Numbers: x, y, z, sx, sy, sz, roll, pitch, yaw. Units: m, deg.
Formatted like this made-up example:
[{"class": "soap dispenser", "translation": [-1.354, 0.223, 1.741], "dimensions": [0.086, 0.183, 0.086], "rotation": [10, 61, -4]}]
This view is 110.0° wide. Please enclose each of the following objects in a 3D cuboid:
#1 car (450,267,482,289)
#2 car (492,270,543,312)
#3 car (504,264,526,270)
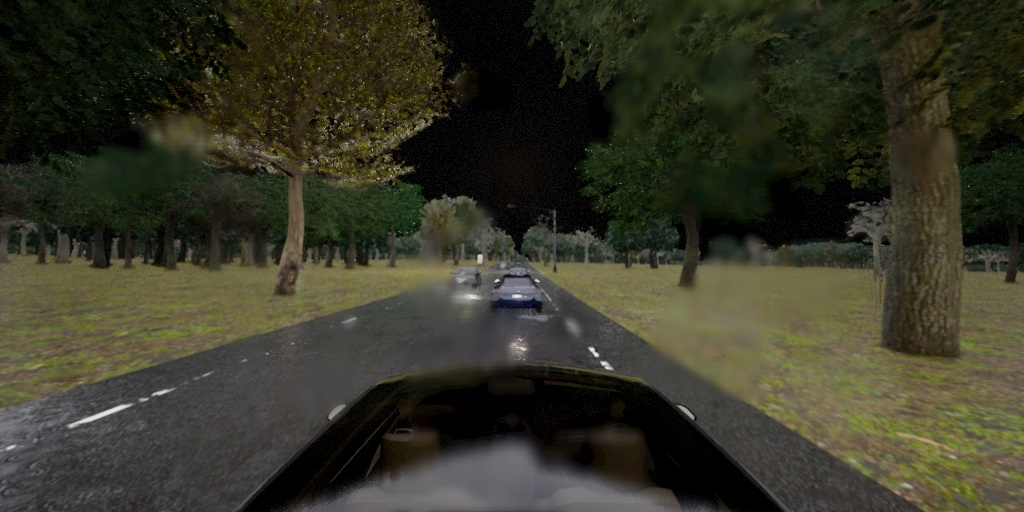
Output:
[{"class": "car", "translation": [-3.281, 1.532, 26.246], "dimensions": [2.128, 1.511, 4.902], "rotation": [0, -1, 1]}, {"class": "car", "translation": [0.215, 1.469, 15.117], "dimensions": [1.994, 1.385, 4.181], "rotation": [0, -1, 1]}, {"class": "car", "translation": [0.610, 1.677, 33.635], "dimensions": [2.033, 1.411, 5.357], "rotation": [0, -1, 2]}]
